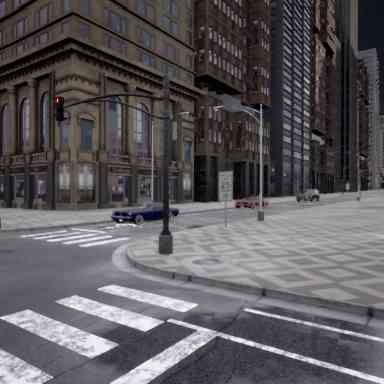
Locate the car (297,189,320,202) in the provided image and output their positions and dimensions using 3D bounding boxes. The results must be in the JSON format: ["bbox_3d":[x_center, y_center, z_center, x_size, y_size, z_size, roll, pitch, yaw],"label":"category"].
[{"bbox_3d":[17.743,0.577,50.504,2.150,2.045,5.566,0,1,35],"label":"car"}]

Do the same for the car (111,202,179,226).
[{"bbox_3d":[-2.960,1.350,21.619,1.895,1.301,4.718,0,1,36],"label":"car"}]

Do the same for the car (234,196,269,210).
[{"bbox_3d":[6.202,1.139,34.472,1.895,1.301,4.718,0,1,35],"label":"car"}]
